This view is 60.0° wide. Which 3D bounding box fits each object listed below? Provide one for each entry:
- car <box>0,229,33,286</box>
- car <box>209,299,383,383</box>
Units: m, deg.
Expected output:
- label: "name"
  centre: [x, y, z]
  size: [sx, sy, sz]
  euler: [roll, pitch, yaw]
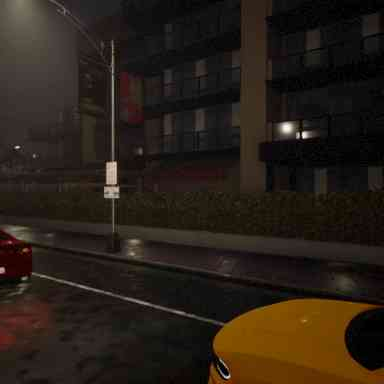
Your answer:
- label: "car"
  centre: [-5.980, 1.478, 8.298]
  size: [5.008, 1.535, 1.882]
  euler: [0, 0, 36]
- label: "car"
  centre: [2.469, 1.478, 2.326]
  size: [5.008, 1.535, 1.882]
  euler: [0, 0, 35]
